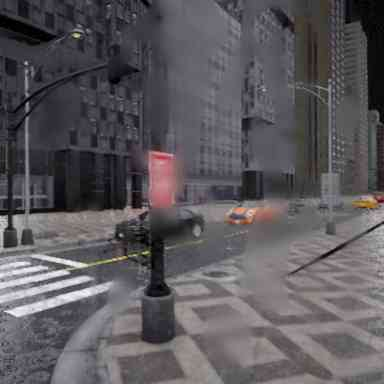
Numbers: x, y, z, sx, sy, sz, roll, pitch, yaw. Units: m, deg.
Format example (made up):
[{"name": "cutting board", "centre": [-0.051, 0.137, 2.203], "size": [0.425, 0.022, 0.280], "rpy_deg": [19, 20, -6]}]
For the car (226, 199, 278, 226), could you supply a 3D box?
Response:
[{"name": "car", "centre": [4.201, 1.303, 22.882], "size": [2.097, 1.767, 4.553], "rpy_deg": [0, 0, 37]}]

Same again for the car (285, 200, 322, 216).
[{"name": "car", "centre": [10.169, 1.470, 30.894], "size": [1.994, 1.385, 4.181], "rpy_deg": [0, 0, 37]}]

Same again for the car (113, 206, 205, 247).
[{"name": "car", "centre": [-1.350, 1.470, 15.425], "size": [1.882, 1.535, 5.008], "rpy_deg": [0, 0, 37]}]

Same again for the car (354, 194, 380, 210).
[{"name": "car", "centre": [20.831, 1.308, 39.865], "size": [1.882, 1.535, 5.008], "rpy_deg": [0, 0, 37]}]

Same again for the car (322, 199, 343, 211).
[{"name": "car", "centre": [16.254, 1.339, 38.993], "size": [1.882, 1.535, 5.008], "rpy_deg": [0, 0, 38]}]

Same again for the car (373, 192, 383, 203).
[{"name": "car", "centre": [28.696, 0.993, 50.428], "size": [2.150, 2.045, 5.566], "rpy_deg": [0, 0, 36]}]
